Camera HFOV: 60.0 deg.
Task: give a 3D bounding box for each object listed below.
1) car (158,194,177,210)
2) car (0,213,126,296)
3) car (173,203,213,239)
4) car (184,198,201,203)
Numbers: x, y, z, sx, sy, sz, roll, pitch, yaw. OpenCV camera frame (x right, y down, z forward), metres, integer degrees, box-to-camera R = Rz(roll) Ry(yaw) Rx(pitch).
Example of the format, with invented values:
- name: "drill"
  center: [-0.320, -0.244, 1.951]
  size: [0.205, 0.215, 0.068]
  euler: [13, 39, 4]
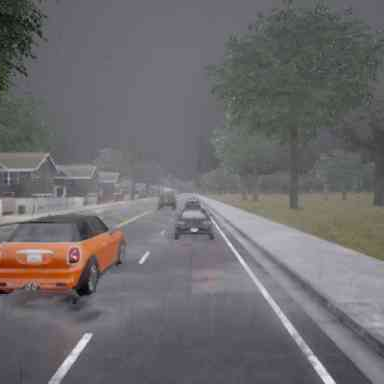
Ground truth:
- name: "car"
  center: [-3.152, 1.228, 43.559]
  size: [2.150, 2.045, 5.566]
  euler: [0, 0, 0]
- name: "car"
  center: [-3.168, 1.352, 8.829]
  size: [2.097, 1.767, 4.553]
  euler: [0, 0, 0]
- name: "car"
  center: [0.098, 1.528, 17.173]
  size: [1.812, 1.442, 4.674]
  euler: [0, 0, 0]
- name: "car"
  center: [0.097, 1.510, 39.719]
  size: [1.837, 1.490, 4.892]
  euler: [0, 0, 0]
